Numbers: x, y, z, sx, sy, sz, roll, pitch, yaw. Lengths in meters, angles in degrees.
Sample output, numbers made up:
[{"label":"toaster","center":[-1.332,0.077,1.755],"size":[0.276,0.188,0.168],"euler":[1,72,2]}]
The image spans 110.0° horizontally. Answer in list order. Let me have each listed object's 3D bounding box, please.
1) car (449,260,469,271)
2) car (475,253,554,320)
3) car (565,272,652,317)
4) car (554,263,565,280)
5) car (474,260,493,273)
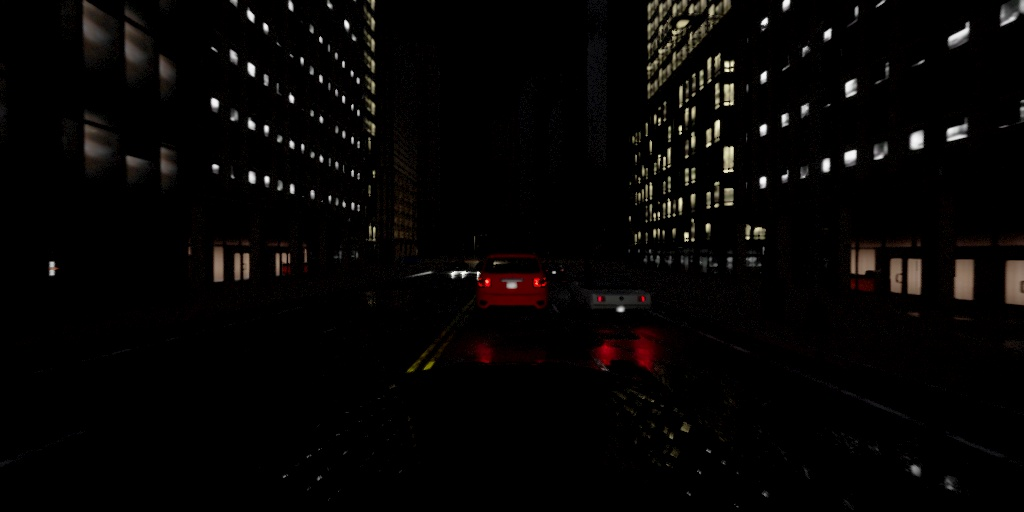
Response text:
[{"label":"car","center":[-6.596,1.202,45.172],"size":[1.994,1.385,4.181],"euler":[0,0,0]},{"label":"car","center":[0.049,0.942,12.564],"size":[2.150,2.045,5.566],"euler":[0,-1,1]},{"label":"car","center":[3.311,1.328,13.089],"size":[1.895,1.301,4.718],"euler":[0,0,0]},{"label":"car","center":[3.321,1.248,30.224],"size":[1.994,1.385,4.181],"euler":[0,0,0]},{"label":"car","center":[-3.349,1.208,43.332],"size":[1.994,1.385,4.181],"euler":[0,0,0]}]
